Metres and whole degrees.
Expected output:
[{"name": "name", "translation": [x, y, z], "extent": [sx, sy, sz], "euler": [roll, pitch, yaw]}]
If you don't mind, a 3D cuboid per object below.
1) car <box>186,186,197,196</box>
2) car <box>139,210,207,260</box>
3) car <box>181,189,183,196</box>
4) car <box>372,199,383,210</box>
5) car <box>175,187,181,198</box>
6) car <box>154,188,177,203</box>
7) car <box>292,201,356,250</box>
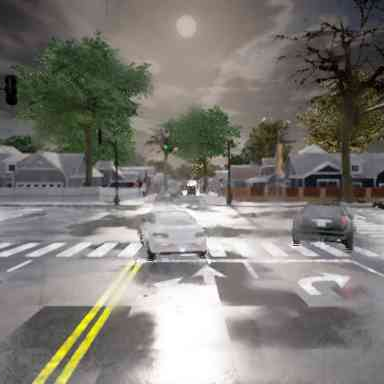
[{"name": "car", "translation": [-0.146, -0.030, 68.937], "extent": [1.837, 1.490, 4.892], "euler": [0, 1, 0]}, {"name": "car", "translation": [-0.776, 1.348, 11.680], "extent": [1.812, 1.442, 4.674], "euler": [0, 1, -13]}, {"name": "car", "translation": [-2.934, -0.133, 66.468], "extent": [2.097, 1.767, 4.553], "euler": [0, 1, 1]}, {"name": "car", "translation": [17.683, 0.824, 27.047], "extent": [5.357, 1.411, 2.033], "euler": [0, 3, 0]}, {"name": "car", "translation": [-3.125, 0.255, 51.286], "extent": [1.882, 1.535, 5.008], "euler": [0, 1, 1]}, {"name": "car", "translation": [-3.240, 0.569, 39.310], "extent": [1.994, 1.385, 4.181], "euler": [0, 1, 1]}, {"name": "car", "translation": [5.575, 1.151, 13.758], "extent": [2.097, 1.767, 4.553], "euler": [1, 1, 27]}]
